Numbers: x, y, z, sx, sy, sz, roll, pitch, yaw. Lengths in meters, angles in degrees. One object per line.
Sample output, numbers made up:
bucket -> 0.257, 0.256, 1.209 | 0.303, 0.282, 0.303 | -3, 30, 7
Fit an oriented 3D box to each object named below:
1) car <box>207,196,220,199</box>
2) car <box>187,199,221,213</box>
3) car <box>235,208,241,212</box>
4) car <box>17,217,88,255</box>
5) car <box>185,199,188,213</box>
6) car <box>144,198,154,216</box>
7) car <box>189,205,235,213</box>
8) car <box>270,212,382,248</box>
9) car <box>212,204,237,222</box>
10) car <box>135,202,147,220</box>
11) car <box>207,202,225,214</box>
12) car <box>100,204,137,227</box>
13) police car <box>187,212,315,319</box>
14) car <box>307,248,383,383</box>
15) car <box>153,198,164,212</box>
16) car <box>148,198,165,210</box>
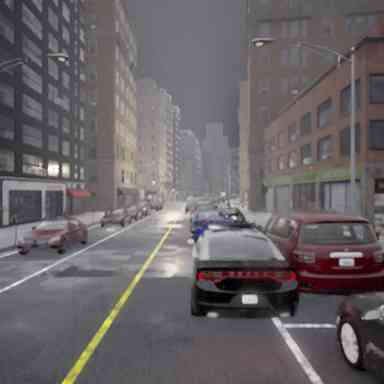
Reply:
car -> 5.920, 2.436, 91.400 | 1.947, 1.339, 4.313 | 0, 0, 9
car -> 0.885, 1.601, 23.679 | 2.097, 1.767, 4.553 | 0, -1, 0
car -> 2.898, 1.828, 25.048 | 1.947, 1.339, 4.313 | -1, -1, 0
car -> -5.648, 1.733, 14.036 | 1.802, 1.307, 4.206 | -1, -1, 0
car -> 0.110, 2.014, 43.822 | 1.994, 1.385, 4.181 | 0, -1, 0
car -> -5.608, 1.815, 36.067 | 1.967, 1.590, 4.097 | -1, -1, 0
car -> 0.934, 1.665, 17.708 | 1.882, 1.535, 5.008 | 0, -1, 0
car -> 2.865, 1.406, 8.533 | 2.192, 1.841, 5.009 | -1, -1, 0
car -> 2.909, 1.845, 30.724 | 1.752, 1.417, 4.829 | -1, -1, 0
car -> -5.616, 1.902, 30.558 | 1.802, 1.307, 4.206 | -1, -1, 0
car -> 2.929, 1.993, 41.566 | 1.947, 1.339, 4.313 | -1, -1, 0
car -> -5.627, 1.847, 25.051 | 1.802, 1.307, 4.206 | -1, -1, 0
police car -> 0.915, 1.509, 7.818 | 1.930, 1.638, 5.238 | 0, -1, 0
car -> 2.857, 1.583, 3.024 | 2.008, 1.369, 4.403 | -1, -1, 0
car -> -5.589, 1.798, 47.084 | 2.192, 1.841, 5.009 | -1, -1, 0
car -> -5.578, 1.851, 52.591 | 2.192, 1.841, 5.009 | -1, -1, 0
